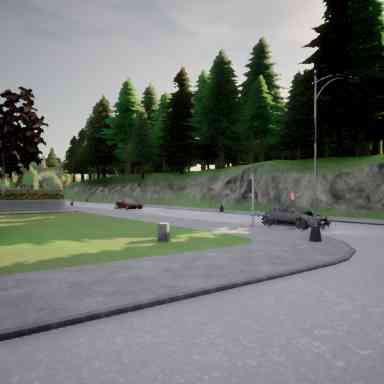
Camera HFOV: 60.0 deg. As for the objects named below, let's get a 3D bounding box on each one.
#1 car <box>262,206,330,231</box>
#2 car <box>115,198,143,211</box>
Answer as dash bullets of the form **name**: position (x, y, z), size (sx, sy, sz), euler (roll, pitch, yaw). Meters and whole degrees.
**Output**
- **car**: position (6.405, 1.567, 20.818), size (1.994, 1.385, 4.181), euler (0, 0, -35)
- **car**: position (-7.777, 1.466, 40.705), size (1.882, 1.535, 5.008), euler (0, 0, -35)
